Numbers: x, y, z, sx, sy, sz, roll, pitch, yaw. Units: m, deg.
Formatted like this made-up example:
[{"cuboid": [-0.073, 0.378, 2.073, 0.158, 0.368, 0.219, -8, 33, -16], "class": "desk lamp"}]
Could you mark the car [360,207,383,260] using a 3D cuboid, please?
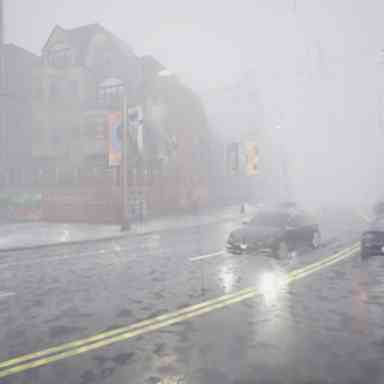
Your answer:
[{"cuboid": [6.995, 1.436, 11.113, 1.812, 1.442, 4.674, 0, 0, 40], "class": "car"}]

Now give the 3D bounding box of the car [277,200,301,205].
[{"cuboid": [7.071, 1.387, 24.501, 1.837, 1.490, 4.892, 0, 0, 26], "class": "car"}]

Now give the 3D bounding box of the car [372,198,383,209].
[{"cuboid": [16.616, 1.258, 28.347, 1.882, 1.535, 5.008, 0, 0, 24], "class": "car"}]

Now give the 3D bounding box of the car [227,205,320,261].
[{"cuboid": [3.173, 1.450, 12.282, 1.837, 1.490, 4.892, 0, 1, 40], "class": "car"}]
